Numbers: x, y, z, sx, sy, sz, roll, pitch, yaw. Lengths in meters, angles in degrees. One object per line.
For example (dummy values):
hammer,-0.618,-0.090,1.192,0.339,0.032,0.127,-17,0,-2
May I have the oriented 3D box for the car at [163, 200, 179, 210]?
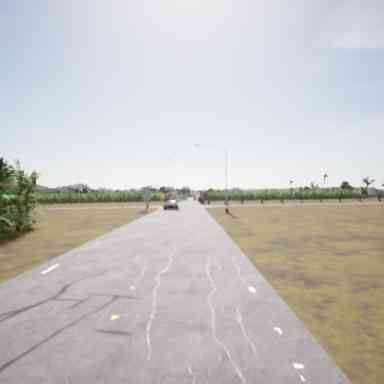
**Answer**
car,-2.775,1.744,44.894,1.994,1.385,4.181,0,-1,1
